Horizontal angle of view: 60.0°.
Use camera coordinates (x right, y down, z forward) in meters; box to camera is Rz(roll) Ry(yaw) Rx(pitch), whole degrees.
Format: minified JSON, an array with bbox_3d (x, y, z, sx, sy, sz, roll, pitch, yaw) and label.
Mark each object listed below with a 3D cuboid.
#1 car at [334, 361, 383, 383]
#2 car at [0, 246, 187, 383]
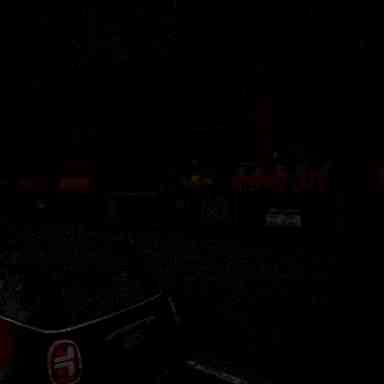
[{"bbox_3d":[2.371,1.439,1.117,4.097,1.590,1.967,0,0,36],"label":"car"},{"bbox_3d":[-2.142,1.442,4.342,4.097,1.590,1.967,0,0,36],"label":"car"}]
